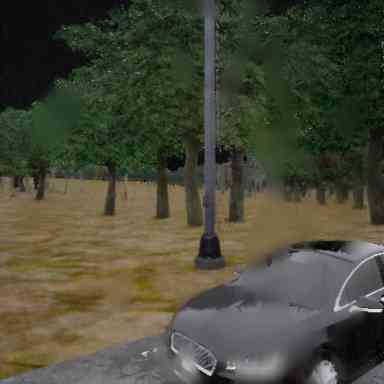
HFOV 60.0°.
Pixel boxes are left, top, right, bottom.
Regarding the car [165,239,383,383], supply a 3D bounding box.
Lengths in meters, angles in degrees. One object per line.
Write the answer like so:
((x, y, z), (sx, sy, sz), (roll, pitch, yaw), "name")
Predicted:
((1.911, 1.527, 4.830), (4.892, 1.490, 1.837), (0, 0, -36), "car")
